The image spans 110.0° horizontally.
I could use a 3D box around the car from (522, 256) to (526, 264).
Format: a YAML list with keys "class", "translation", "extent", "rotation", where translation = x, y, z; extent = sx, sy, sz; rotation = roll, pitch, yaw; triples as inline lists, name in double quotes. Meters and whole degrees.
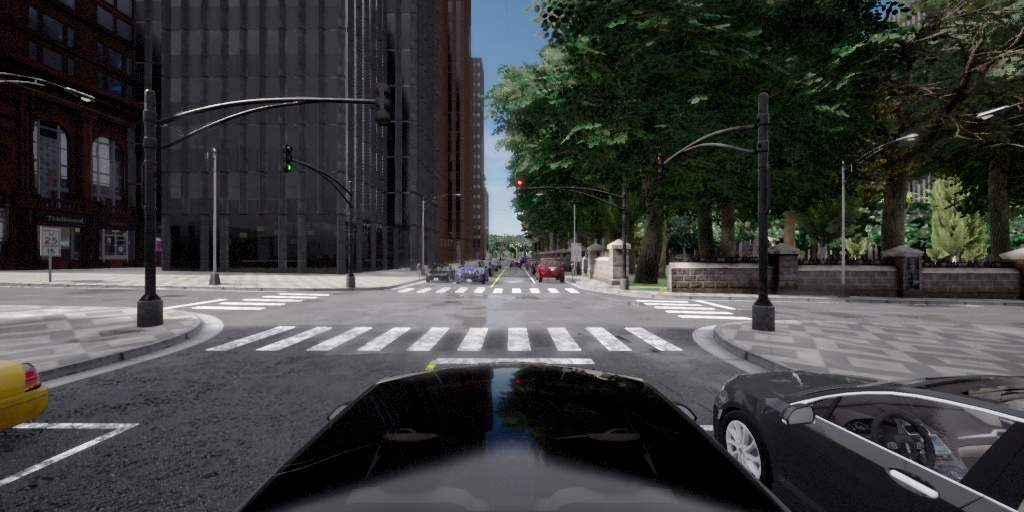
- class: "car"
  translation: [3.229, 1.236, 61.126]
  extent: [1.967, 1.591, 4.097]
  rotation: [0, 0, 0]

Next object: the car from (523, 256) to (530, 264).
- class: "car"
  translation: [3.186, 1.230, 55.670]
  extent: [1.967, 1.591, 4.097]
  rotation: [0, 0, 0]

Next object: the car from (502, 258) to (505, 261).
- class: "car"
  translation: [-2.636, 1.355, 56.373]
  extent: [1.994, 1.385, 4.181]
  rotation: [0, 0, 1]

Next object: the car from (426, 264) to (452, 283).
- class: "car"
  translation: [-5.554, 1.326, 28.447]
  extent: [1.948, 1.339, 4.313]
  rotation: [0, 0, 0]

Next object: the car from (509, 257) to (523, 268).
- class: "car"
  translation: [0.554, 1.323, 61.261]
  extent: [1.812, 1.442, 4.674]
  rotation: [0, 0, 0]

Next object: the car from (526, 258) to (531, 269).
- class: "car"
  translation: [3.100, 1.329, 44.757]
  extent: [2.007, 1.370, 4.403]
  rotation: [0, 0, 0]

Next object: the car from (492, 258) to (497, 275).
- class: "car"
  translation: [-2.831, 1.272, 35.951]
  extent: [1.837, 1.490, 4.892]
  rotation: [0, 0, 1]

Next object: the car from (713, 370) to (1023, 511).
- class: "car"
  translation: [2.760, 1.300, 1.725]
  extent: [2.007, 1.370, 4.403]
  rotation: [0, 0, 0]

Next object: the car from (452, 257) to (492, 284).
- class: "car"
  translation: [-2.904, 1.111, 26.850]
  extent: [2.097, 1.767, 4.553]
  rotation: [0, 0, 0]

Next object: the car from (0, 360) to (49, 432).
- class: "car"
  translation: [-5.766, 1.275, 1.613]
  extent: [1.751, 1.417, 4.829]
  rotation: [0, 0, 0]

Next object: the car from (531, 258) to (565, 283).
- class: "car"
  translation: [2.971, 1.075, 28.389]
  extent: [2.192, 1.841, 5.009]
  rotation: [0, 0, 0]

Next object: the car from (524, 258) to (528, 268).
- class: "car"
  translation: [3.143, 1.335, 50.214]
  extent: [2.007, 1.370, 4.403]
  rotation: [0, 0, 0]

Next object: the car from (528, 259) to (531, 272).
- class: "car"
  translation: [3.057, 1.338, 39.301]
  extent: [1.948, 1.339, 4.313]
  rotation: [0, 0, 0]

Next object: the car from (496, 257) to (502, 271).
- class: "car"
  translation: [-2.743, 1.272, 46.309]
  extent: [2.128, 1.511, 4.902]
  rotation: [0, 0, 0]
